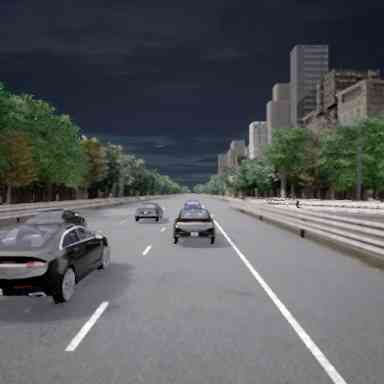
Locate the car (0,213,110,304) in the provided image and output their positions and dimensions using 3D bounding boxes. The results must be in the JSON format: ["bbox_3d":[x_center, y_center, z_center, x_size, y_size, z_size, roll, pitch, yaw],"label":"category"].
[{"bbox_3d":[-3.397,1.502,8.146,2.128,1.511,4.902,0,0,0],"label":"car"}]

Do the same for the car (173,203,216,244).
[{"bbox_3d":[0.103,1.512,16.015,2.128,1.511,4.902,0,0,0],"label":"car"}]

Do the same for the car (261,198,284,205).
[{"bbox_3d":[11.598,1.646,49.496,2.163,1.488,4.792,0,0,-26],"label":"car"}]

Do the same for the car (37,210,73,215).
[{"bbox_3d":[-6.894,1.586,17.058,1.994,1.385,4.181,0,0,0],"label":"car"}]

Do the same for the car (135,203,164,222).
[{"bbox_3d":[-3.396,1.582,26.884,2.033,1.411,5.357,0,0,0],"label":"car"}]

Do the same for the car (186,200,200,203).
[{"bbox_3d":[0.106,1.569,34.118,1.812,1.442,4.674,0,0,0],"label":"car"}]
